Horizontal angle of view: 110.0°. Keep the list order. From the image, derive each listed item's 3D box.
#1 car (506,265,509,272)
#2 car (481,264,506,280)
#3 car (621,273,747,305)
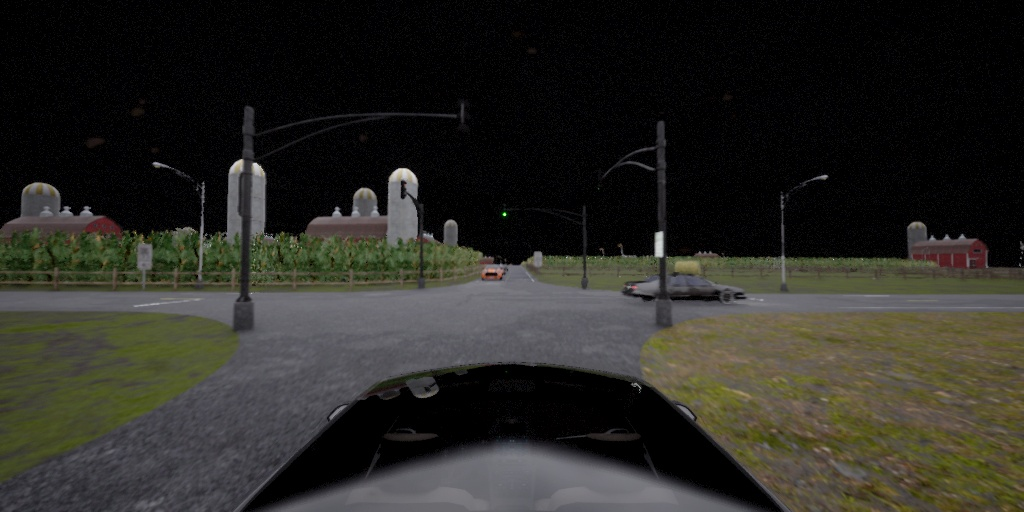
[{"bbox_3d":[-1.852,1.961,52.111,2.128,1.511,4.902,0,-1,1],"label":"car"},{"bbox_3d":[-2.056,1.621,38.396,2.097,1.767,4.553,0,-1,1],"label":"car"},{"bbox_3d":[7.976,1.533,16.921,5.357,1.411,2.033,1,-2,-3],"label":"car"}]
